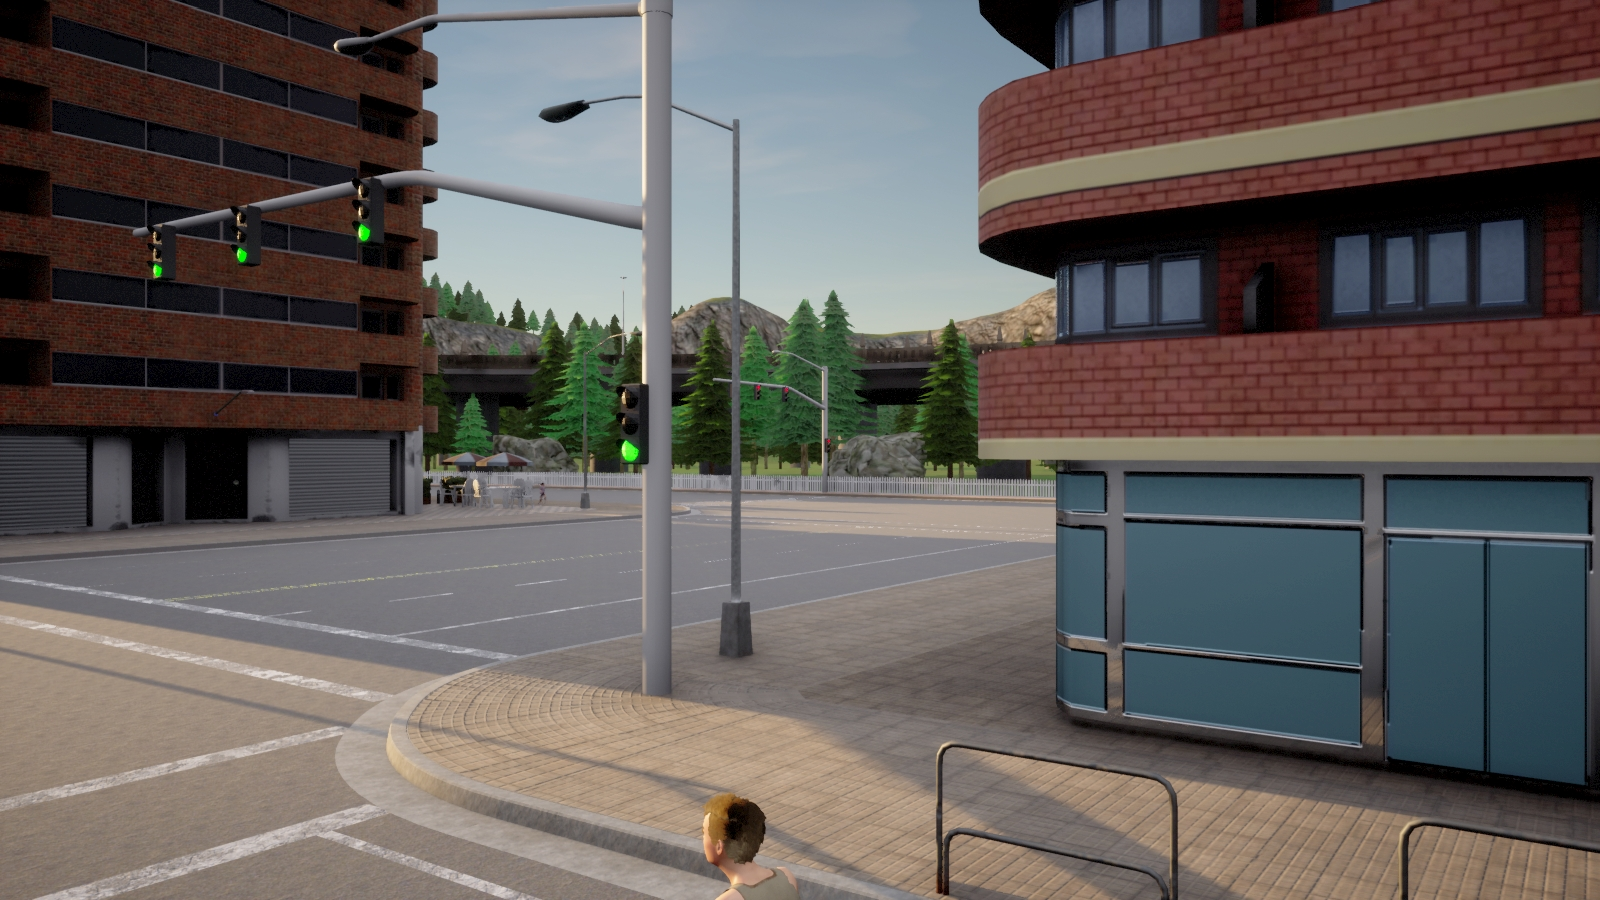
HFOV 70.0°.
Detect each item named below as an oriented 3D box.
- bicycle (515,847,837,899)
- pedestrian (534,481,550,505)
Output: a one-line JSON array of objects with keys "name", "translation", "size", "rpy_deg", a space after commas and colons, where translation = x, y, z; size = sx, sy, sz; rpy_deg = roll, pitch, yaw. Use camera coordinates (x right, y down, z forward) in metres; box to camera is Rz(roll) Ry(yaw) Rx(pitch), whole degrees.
[{"name": "bicycle", "translation": [-0.301, 2.233, 4.022], "size": [1.487, 1.126, 0.859], "rpy_deg": [0, 0, 35]}, {"name": "pedestrian", "translation": [-12.074, 2.019, 53.498], "size": [0.500, 1.100, 0.500], "rpy_deg": [0, 0, 40]}]
